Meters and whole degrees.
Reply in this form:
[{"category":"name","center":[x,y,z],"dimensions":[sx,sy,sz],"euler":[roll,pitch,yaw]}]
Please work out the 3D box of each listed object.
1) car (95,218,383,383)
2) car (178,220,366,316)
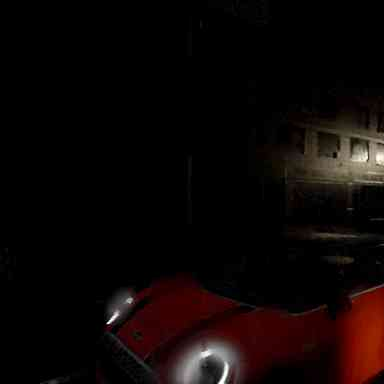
[{"category":"car","center":[1.185,1.354,4.194],"dimensions":[4.553,1.767,2.097],"euler":[0,0,-35]},{"category":"car","center":[2.084,1.547,8.067],"dimensions":[4.507,1.381,1.887],"euler":[0,1,-35]}]
